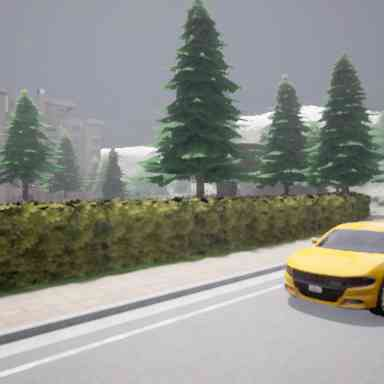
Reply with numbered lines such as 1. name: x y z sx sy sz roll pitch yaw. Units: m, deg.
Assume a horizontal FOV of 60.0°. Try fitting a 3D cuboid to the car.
1. car: 4.072 1.476 7.751 5.008 1.535 1.882 0 0 -43
